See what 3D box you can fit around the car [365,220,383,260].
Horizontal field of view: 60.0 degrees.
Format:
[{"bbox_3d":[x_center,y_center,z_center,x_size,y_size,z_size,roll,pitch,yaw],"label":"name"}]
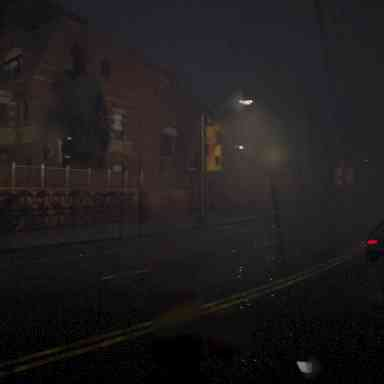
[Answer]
[{"bbox_3d":[7.586,1.602,11.796,2.033,1.411,5.357,0,0,39],"label":"car"}]
